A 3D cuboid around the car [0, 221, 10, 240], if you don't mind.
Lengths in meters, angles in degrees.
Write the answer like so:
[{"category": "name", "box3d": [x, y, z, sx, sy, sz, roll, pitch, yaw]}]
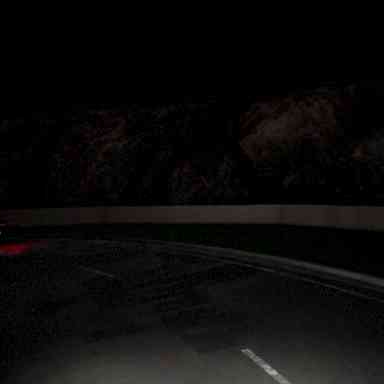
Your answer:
[{"category": "car", "box3d": [-10.985, 1.723, 15.249, 5.008, 1.535, 1.882, -1, -1, 10]}]
